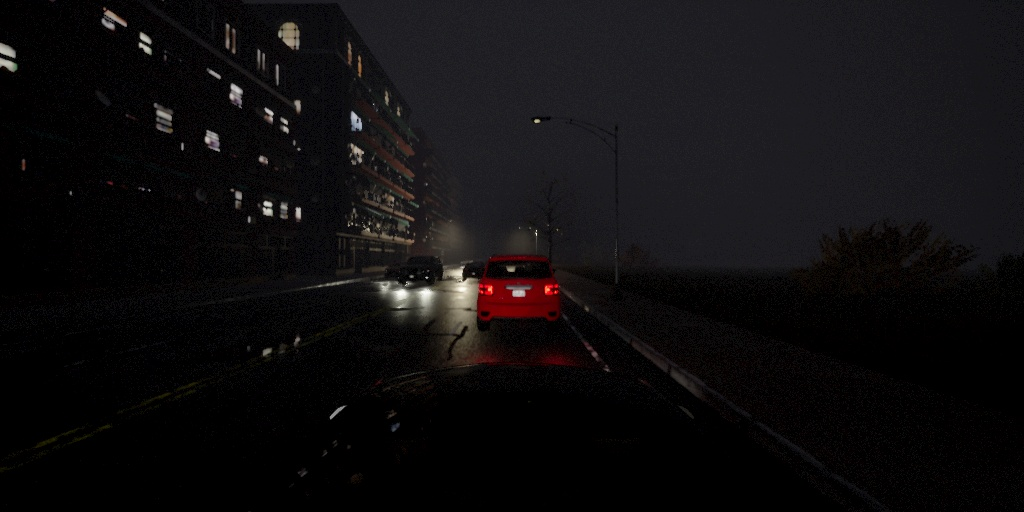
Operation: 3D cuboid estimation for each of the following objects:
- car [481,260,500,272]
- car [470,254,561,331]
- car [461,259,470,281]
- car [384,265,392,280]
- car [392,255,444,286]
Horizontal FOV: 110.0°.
[{"bbox_3d":[-2.692,1.258,46.299,2.033,1.411,5.357,0,0,1],"label":"car"},{"bbox_3d":[0.191,0.964,11.070,2.150,2.045,5.566,0,0,1],"label":"car"},{"bbox_3d":[-2.866,1.205,29.548,1.882,1.535,5.008,0,0,1],"label":"car"},{"bbox_3d":[-9.548,1.203,31.390,1.882,1.535,5.008,0,0,1],"label":"car"},{"bbox_3d":[-6.358,0.952,25.579,2.150,2.045,5.566,0,0,1],"label":"car"}]
